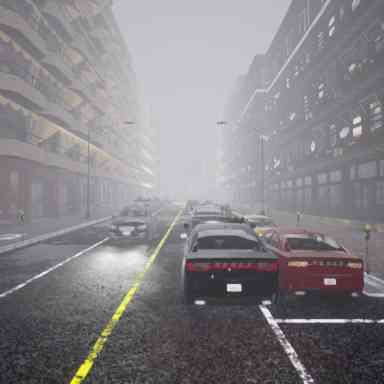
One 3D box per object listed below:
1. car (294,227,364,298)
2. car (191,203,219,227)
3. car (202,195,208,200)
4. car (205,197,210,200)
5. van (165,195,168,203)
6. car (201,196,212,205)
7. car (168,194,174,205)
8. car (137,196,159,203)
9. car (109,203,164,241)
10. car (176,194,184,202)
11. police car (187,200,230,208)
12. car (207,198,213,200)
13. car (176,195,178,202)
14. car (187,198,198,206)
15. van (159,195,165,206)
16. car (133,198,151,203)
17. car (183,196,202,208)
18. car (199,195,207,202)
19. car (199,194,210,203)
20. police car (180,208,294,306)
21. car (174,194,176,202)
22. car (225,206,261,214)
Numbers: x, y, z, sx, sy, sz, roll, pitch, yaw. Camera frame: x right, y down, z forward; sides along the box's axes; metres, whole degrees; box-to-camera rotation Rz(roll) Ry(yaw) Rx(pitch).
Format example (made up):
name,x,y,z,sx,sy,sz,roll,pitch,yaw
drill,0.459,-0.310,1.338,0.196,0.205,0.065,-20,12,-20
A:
name,x,y,z,sx,sy,sz,roll,pitch,yaw
car,2.602,1.551,8.472,1.887,1.381,4.507,1,0,0
car,0.874,1.555,24.148,1.812,1.442,4.674,0,0,0
car,2.691,1.644,52.718,1.887,1.381,4.507,1,0,0
car,2.657,1.605,36.126,2.008,1.369,4.403,1,0,0
van,-5.184,1.441,52.796,1.690,1.788,3.998,1,0,0
car,2.723,1.579,63.780,1.967,1.590,4.097,1,0,0
car,-5.161,1.455,63.857,2.192,1.841,5.009,1,0,0
car,-5.216,1.369,36.206,2.192,1.841,5.009,2,0,0
car,-2.815,1.508,16.751,2.128,1.511,4.902,0,0,0
car,-2.583,1.567,81.949,2.097,1.767,4.553,0,0,0
police car,0.862,1.444,18.255,1.930,1.638,5.238,0,0,0
car,2.646,1.587,30.595,1.887,1.381,4.507,1,0,0
car,-5.134,1.774,80.449,1.947,1.339,4.313,1,0,0
car,0.122,1.725,59.726,1.895,1.301,4.718,0,0,0
van,-5.195,1.423,47.264,1.690,1.788,3.998,2,0,0
car,-5.233,1.568,30.504,1.752,1.417,4.829,2,0,0
car,0.100,1.582,45.588,1.837,1.490,4.892,0,0,0
car,2.726,1.675,85.905,1.967,1.590,4.097,1,0,0
car,2.707,1.498,74.842,2.192,1.841,5.009,1,0,0
police car,0.729,1.431,8.254,1.930,1.638,5.238,0,0,0
car,-5.150,1.476,69.387,2.192,1.841,5.009,1,0,0
car,2.614,1.538,14.174,1.752,1.417,4.829,1,0,0
